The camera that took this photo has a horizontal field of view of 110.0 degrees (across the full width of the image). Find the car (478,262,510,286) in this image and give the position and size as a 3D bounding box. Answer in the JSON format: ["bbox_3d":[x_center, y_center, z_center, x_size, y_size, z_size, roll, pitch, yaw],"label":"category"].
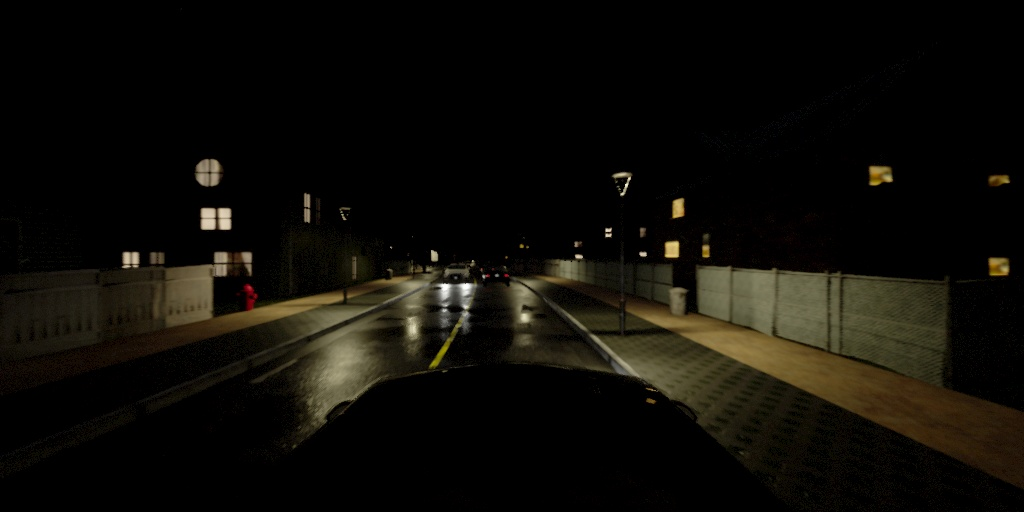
[{"bbox_3d":[-1.177,1.312,25.345,2.033,1.411,5.357,0,0,-5],"label":"car"}]

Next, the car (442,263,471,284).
[{"bbox_3d":[-4.234,1.308,27.974,1.812,1.442,4.674,0,0,-5],"label":"car"}]

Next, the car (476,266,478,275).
[{"bbox_3d":[-2.856,1.401,38.882,2.033,1.411,5.357,0,0,-8],"label":"car"}]
